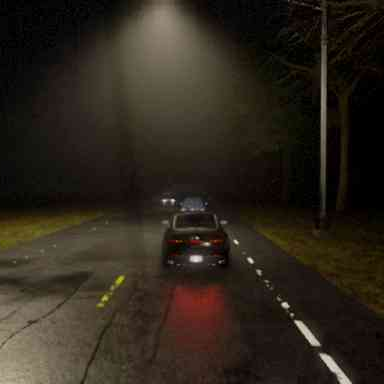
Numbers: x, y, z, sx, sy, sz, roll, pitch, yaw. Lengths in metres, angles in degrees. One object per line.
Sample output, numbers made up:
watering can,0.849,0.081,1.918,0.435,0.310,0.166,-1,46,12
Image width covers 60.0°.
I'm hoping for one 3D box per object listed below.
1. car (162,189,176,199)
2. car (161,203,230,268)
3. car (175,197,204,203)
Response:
car,-3.432,0.316,50.982,2.033,1.411,5.357,0,2,1
car,0.094,1.330,10.552,1.837,1.490,4.892,0,1,0
car,0.106,1.098,23.656,2.033,1.411,5.357,0,1,1
